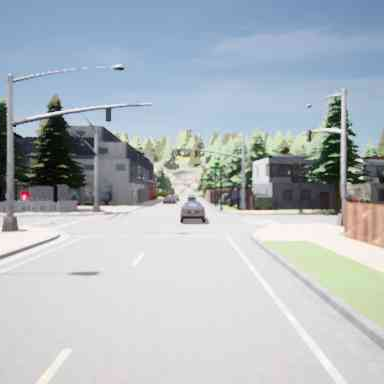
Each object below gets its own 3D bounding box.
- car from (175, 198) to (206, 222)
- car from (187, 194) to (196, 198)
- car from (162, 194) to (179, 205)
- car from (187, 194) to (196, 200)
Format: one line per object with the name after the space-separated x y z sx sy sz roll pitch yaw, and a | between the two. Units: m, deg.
0.058 1.432 25.229 2.033 1.411 5.357 0 0 0 | car
-0.062 1.289 69.795 1.895 1.301 4.718 0 0 0 | car
-3.613 1.329 53.616 1.994 1.385 4.181 0 0 0 | car
-0.071 1.173 80.061 2.033 1.411 5.357 0 0 0 | car
